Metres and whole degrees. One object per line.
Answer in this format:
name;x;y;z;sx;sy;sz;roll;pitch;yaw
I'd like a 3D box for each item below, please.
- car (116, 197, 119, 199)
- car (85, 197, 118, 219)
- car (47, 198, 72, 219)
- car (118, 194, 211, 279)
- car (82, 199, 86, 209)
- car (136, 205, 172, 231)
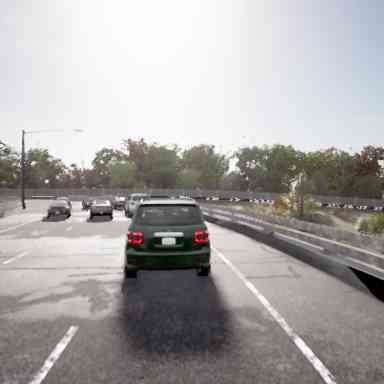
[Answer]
car;-9.694;1.458;44.197;2.128;1.511;4.902;0;0;-23
car;-7.907;1.472;29.091;2.128;1.511;4.902;0;0;-15
car;-11.633;1.508;29.379;1.812;1.442;4.674;0;0;-16
car;-0.789;1.211;10.196;2.150;2.045;5.566;0;0;-6
car;-13.399;1.572;43.980;1.895;1.301;4.718;0;0;-23
car;-2.601;1.583;21.730;1.895;1.301;4.718;0;0;-11
